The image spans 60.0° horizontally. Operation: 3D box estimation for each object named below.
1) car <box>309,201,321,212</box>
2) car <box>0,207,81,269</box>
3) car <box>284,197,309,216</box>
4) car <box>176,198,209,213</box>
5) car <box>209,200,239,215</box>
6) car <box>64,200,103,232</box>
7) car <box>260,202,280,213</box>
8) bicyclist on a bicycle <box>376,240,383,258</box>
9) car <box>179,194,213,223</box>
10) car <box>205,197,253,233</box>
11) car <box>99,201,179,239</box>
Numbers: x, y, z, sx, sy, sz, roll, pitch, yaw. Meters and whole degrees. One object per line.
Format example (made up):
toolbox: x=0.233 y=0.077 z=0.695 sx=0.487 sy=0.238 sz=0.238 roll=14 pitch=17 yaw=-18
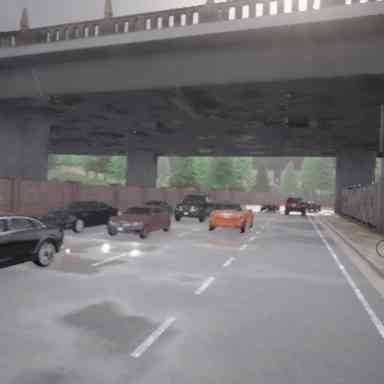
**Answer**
car: x=17.745 y=2.125 z=49.226 sx=1.837 sy=1.490 sz=4.892 roll=2 pitch=0 yaw=34
car: x=-5.227 y=1.265 z=8.084 sx=2.128 sy=1.511 sz=4.902 roll=2 pitch=0 yaw=17
car: x=12.140 y=1.637 z=38.895 sx=2.150 sy=2.045 sz=5.566 roll=2 pitch=0 yaw=21
car: x=0.194 y=1.482 z=37.087 sx=2.033 sy=1.411 sz=5.357 roll=2 pitch=0 yaw=18
car: x=3.572 y=1.620 z=36.163 sx=2.033 sy=1.411 sz=5.357 roll=2 pitch=0 yaw=18
car: x=-5.822 y=1.207 z=17.962 sx=1.882 sy=1.535 sz=5.008 roll=2 pitch=0 yaw=17
car: x=10.224 y=1.928 z=43.288 sx=1.895 sy=1.301 sz=4.718 roll=2 pitch=0 yaw=24
bicyclist on a bicycle: x=7.382 y=1.575 z=11.662 sx=1.656 sy=1.620 sz=0.582 roll=2 pitch=0 yaw=17
car: x=0.398 y=1.186 z=26.147 sx=2.150 sy=2.045 sz=5.566 roll=2 pitch=0 yaw=17
car: x=2.573 y=1.415 z=20.730 sx=2.097 sy=1.767 sz=4.553 roll=2 pitch=0 yaw=17
car: x=-2.481 y=1.392 z=16.933 sx=1.812 sy=1.442 sz=4.674 roll=2 pitch=0 yaw=17
